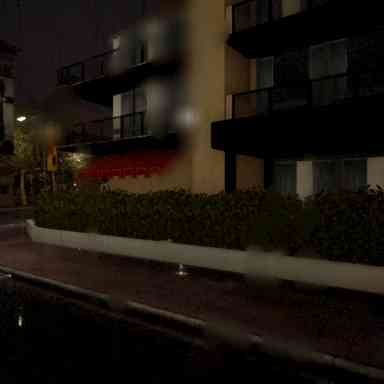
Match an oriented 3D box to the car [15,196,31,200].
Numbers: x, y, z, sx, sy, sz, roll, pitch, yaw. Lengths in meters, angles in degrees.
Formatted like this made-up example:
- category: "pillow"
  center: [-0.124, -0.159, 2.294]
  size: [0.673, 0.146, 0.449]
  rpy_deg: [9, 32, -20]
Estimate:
- category: "car"
  center: [-35.696, 1.481, 67.692]
  size: [4.892, 1.521, 2.231]
  rpy_deg: [0, 0, 36]
